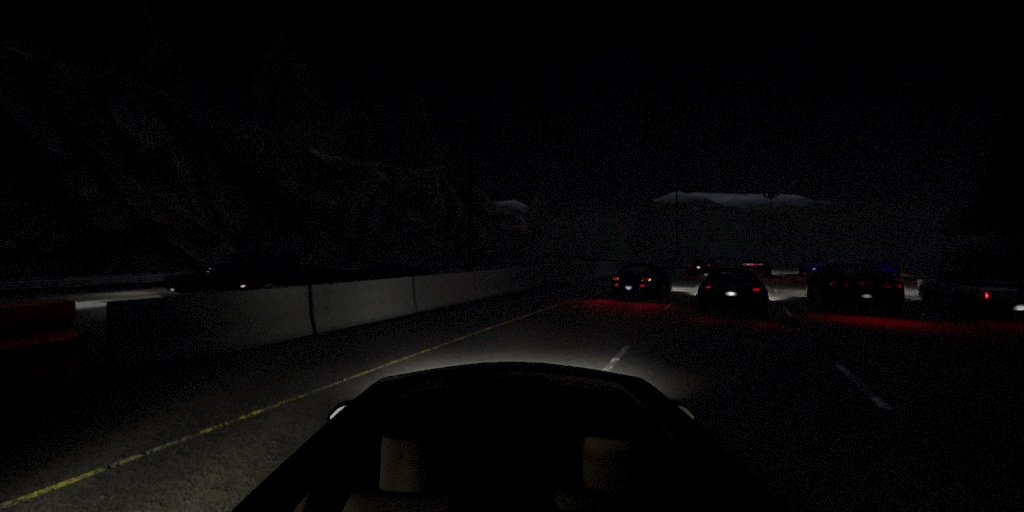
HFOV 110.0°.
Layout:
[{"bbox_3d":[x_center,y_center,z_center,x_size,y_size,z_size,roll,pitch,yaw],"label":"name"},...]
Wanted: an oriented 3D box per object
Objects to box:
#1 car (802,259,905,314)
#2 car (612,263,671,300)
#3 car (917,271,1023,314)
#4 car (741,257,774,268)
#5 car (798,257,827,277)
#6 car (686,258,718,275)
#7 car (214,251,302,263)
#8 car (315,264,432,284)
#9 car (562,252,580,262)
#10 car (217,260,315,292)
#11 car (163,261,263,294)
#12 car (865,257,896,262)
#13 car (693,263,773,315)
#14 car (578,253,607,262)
[{"bbox_3d":[12.123,1.028,12.953,1.882,1.535,5.008,0,1,33],"label":"car"},{"bbox_3d":[5.891,1.040,16.217,1.812,1.442,4.674,0,1,33],"label":"car"},{"bbox_3d":[15.661,1.157,12.002,1.895,1.301,4.718,0,1,34],"label":"car"},{"bbox_3d":[18.903,0.798,27.786,2.128,1.511,4.902,1,1,40],"label":"car"},{"bbox_3d":[23.379,0.777,27.639,1.882,1.535,5.008,1,1,41],"label":"car"},{"bbox_3d":[15.922,0.849,29.661,1.994,1.385,4.181,1,1,40],"label":"car"},{"bbox_3d":[-15.627,0.699,21.748,2.150,2.045,5.566,0,1,31],"label":"car"},{"bbox_3d":[-6.133,1.073,17.218,2.033,1.411,5.357,0,1,31],"label":"car"},{"bbox_3d":[9.422,0.095,53.921,4.181,1.385,1.994,-1,1,-45],"label":"car"},{"bbox_3d":[-10.264,1.084,17.108,2.033,1.411,5.357,0,1,30],"label":"car"},{"bbox_3d":[-13.905,1.136,17.751,1.895,1.301,4.718,0,1,30],"label":"car"},{"bbox_3d":[26.824,0.791,26.247,1.882,1.535,5.008,1,1,42],"label":"car"},{"bbox_3d":[7.927,1.124,12.884,1.994,1.385,4.181,0,1,32],"label":"car"},{"bbox_3d":[11.894,0.525,51.448,4.181,1.385,1.994,-1,1,-45],"label":"car"}]
